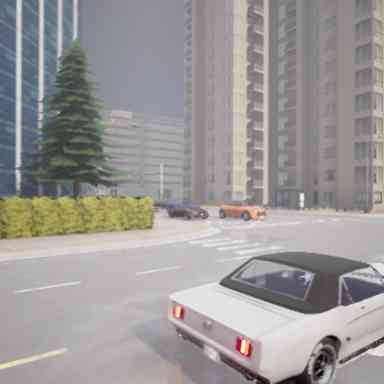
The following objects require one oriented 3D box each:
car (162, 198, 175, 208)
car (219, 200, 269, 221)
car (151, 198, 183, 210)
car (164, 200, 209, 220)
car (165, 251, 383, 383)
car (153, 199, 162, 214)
[{"bbox_3d":[-0.925,1.611,36.240,1.882,1.535,5.008,0,0,-36],"label":"car"},{"bbox_3d":[4.414,1.486,28.729,2.097,1.767,4.553,0,0,-35],"label":"car"},{"bbox_3d":[-3.532,1.639,46.287,2.128,1.511,4.902,0,0,-35],"label":"car"},{"bbox_3d":[-0.307,1.684,29.328,1.994,1.385,4.181,0,0,-35],"label":"car"},{"bbox_3d":[2.046,1.619,5.207,4.718,1.301,1.895,0,0,-36],"label":"car"},{"bbox_3d":[-5.662,1.668,36.862,2.033,1.411,5.357,0,0,-35],"label":"car"}]
